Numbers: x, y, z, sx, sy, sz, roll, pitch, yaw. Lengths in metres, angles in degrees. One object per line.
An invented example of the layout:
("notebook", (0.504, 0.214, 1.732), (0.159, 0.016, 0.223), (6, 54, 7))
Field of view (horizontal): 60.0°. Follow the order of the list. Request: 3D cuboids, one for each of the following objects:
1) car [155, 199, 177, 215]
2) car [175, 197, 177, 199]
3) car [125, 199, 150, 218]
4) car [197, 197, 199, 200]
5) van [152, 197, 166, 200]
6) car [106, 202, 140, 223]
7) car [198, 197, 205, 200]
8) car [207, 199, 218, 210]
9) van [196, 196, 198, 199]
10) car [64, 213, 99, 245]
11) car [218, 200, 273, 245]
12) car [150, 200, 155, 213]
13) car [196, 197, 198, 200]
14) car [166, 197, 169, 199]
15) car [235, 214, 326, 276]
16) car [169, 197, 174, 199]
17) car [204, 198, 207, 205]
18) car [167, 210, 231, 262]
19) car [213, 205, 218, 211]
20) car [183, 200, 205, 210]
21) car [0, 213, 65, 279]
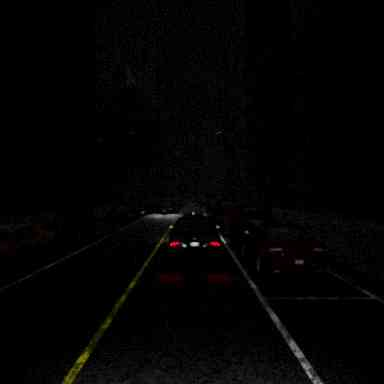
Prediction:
("car", (-3.066, 1.848, 39.168), (1.812, 1.442, 4.674), (0, 0, 0))
("car", (-5.792, 2.284, 89.482), (1.967, 1.590, 4.097), (0, -1, 0))
("car", (-5.831, 1.586, 33.091), (2.192, 1.841, 5.009), (0, 0, 0))
("car", (2.722, 2.098, 72.544), (1.967, 1.590, 4.097), (0, -1, 0))
("van", (-5.816, 1.822, 55.648), (1.690, 1.788, 3.998), (0, -1, 0))
("car", (-5.836, 1.768, 27.449), (1.887, 1.381, 4.507), (0, 0, 0))
("car", (2.718, 2.144, 66.905), (1.887, 1.381, 4.507), (0, -1, 0))
("car", (2.690, 1.539, 27.437), (2.192, 1.841, 5.009), (0, 0, 0))
("van", (2.733, 2.185, 89.462), (1.690, 1.788, 3.998), (0, -1, 0))
("car", (-5.844, 1.695, 16.171), (1.947, 1.339, 4.313), (0, 0, 0))
("car", (2.681, 1.444, 16.160), (2.192, 1.841, 5.009), (0, 0, 0))
("car", (-5.827, 1.885, 38.729), (1.947, 1.339, 4.313), (0, 0, 0))
("car", (2.730, 2.345, 83.821), (1.947, 1.339, 4.313), (0, -1, 0))
("car", (-5.812, 1.980, 61.286), (1.967, 1.590, 4.097), (0, -1, 0))
("car", (2.677, 1.628, 10.519), (1.887, 1.381, 4.507), (0, 0, 0))
("car", (-5.803, 1.974, 72.566), (2.192, 1.841, 5.009), (0, -1, 0))
("car", (3.035, 1.867, 46.476), (1.882, 1.535, 5.008), (0, -1, 0))
("car", (0.094, 1.647, 12.575), (2.033, 1.411, 5.357), (0, 0, 0))
("car", (2.685, 1.742, 21.796), (1.947, 1.339, 4.313), (0, 0, 0))
("car", (0.121, 1.803, 33.777), (1.812, 1.442, 4.674), (0, 0, 0))
("car", (-5.848, 1.607, 10.361), (1.752, 1.417, 4.829), (0, 0, 0))
